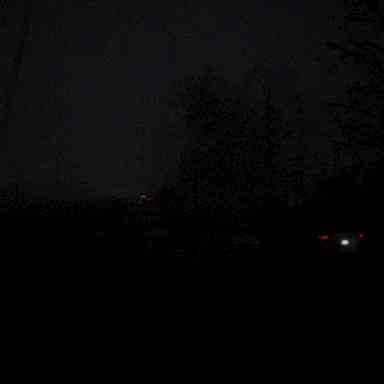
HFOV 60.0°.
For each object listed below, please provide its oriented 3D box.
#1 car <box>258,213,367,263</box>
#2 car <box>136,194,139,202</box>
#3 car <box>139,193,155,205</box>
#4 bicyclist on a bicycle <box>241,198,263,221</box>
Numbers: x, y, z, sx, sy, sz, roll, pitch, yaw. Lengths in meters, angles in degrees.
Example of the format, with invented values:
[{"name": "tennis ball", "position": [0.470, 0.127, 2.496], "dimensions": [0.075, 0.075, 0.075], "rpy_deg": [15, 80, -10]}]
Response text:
[{"name": "car", "position": [3.997, 1.443, 11.738], "dimensions": [1.994, 1.385, 4.181], "rpy_deg": [-1, 1, -15]}, {"name": "car", "position": [-9.030, 0.955, 60.094], "dimensions": [2.128, 1.511, 4.902], "rpy_deg": [-1, 1, -15]}, {"name": "car", "position": [-6.280, 1.099, 49.873], "dimensions": [2.033, 1.411, 5.357], "rpy_deg": [-1, 1, -15]}, {"name": "bicyclist on a bicycle", "position": [4.132, 1.214, 22.892], "dimensions": [1.656, 1.620, 0.582], "rpy_deg": [0, 0, -15]}]
